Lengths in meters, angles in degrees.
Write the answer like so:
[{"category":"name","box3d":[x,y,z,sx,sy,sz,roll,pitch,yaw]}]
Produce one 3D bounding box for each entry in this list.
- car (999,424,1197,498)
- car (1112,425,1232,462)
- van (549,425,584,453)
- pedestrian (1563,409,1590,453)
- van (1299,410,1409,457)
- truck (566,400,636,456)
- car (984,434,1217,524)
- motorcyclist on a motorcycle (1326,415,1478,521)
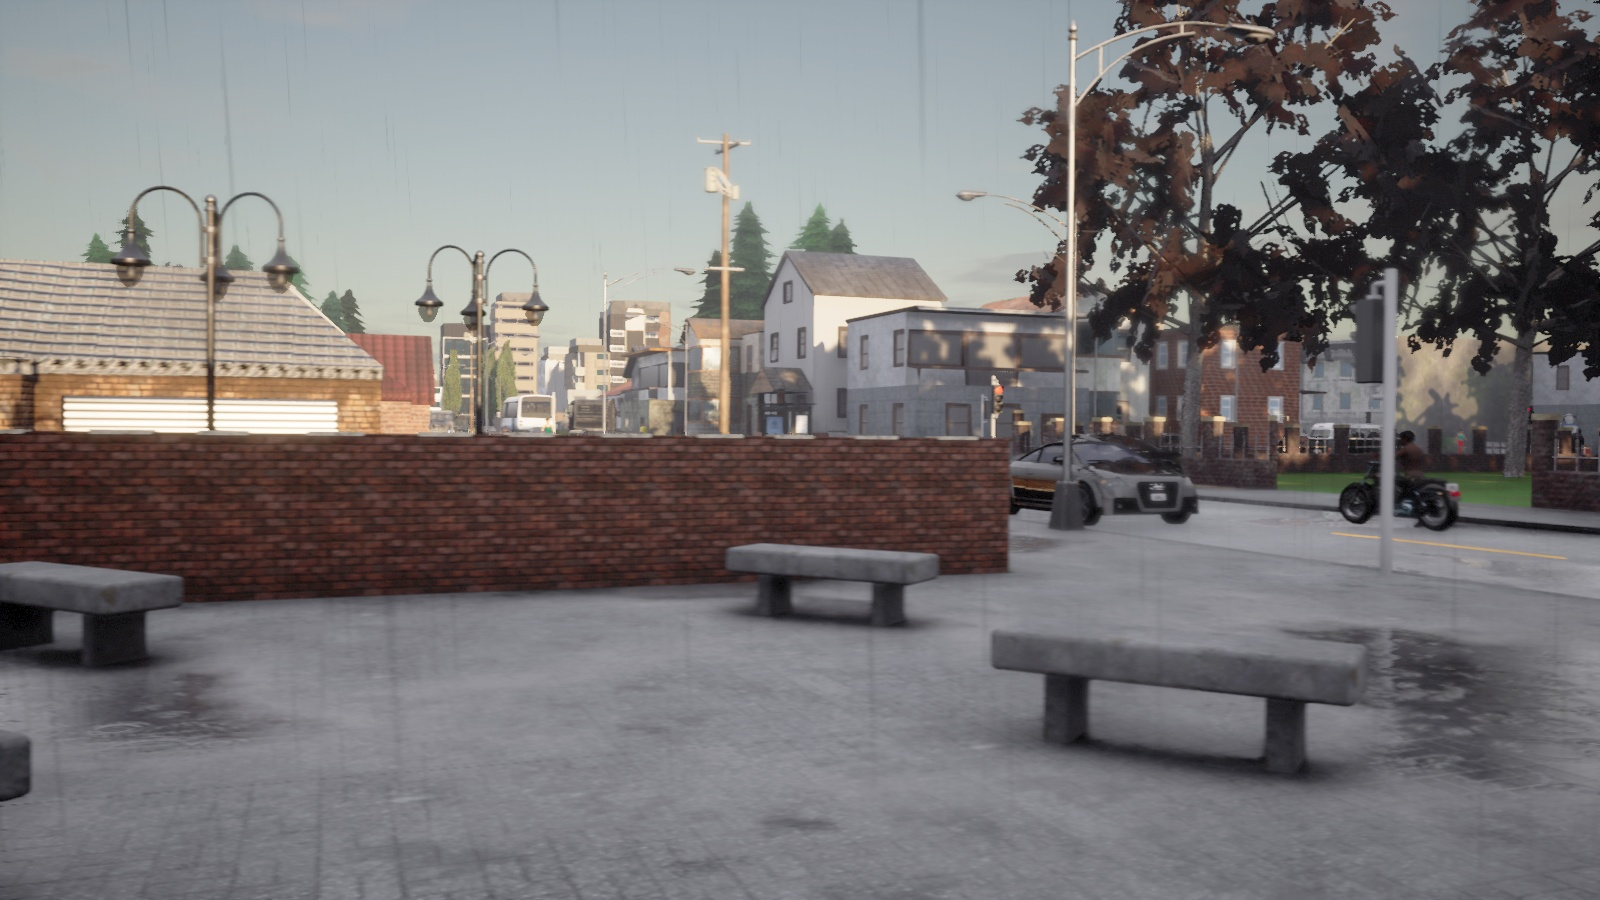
[{"category":"car","box3d":[6.790,0.198,29.254,1.882,1.535,5.008,-1,1,-22]},{"category":"car","box3d":[15.958,-0.301,53.800,4.892,1.490,1.837,-1,1,-23]},{"category":"van","box3d":[-17.363,-0.806,93.311,1.775,1.987,4.442,-1,1,-21]},{"category":"pedestrian","box3d":[34.070,-0.841,55.084,0.849,1.883,0.563,-1,1,-16]},{"category":"van","box3d":[25.276,-0.757,57.328,4.480,2.038,2.069,-1,1,-23]},{"category":"truck","box3d":[-13.029,-1.400,81.732,2.891,3.462,7.936,-1,1,-21]},{"category":"car","box3d":[5.135,0.426,22.097,1.994,1.385,4.181,-1,1,-20]},{"category":"motorcyclist on a motorcycle","box3d":[9.935,0.274,20.848,0.766,1.649,2.350,-1,1,-22]}]
